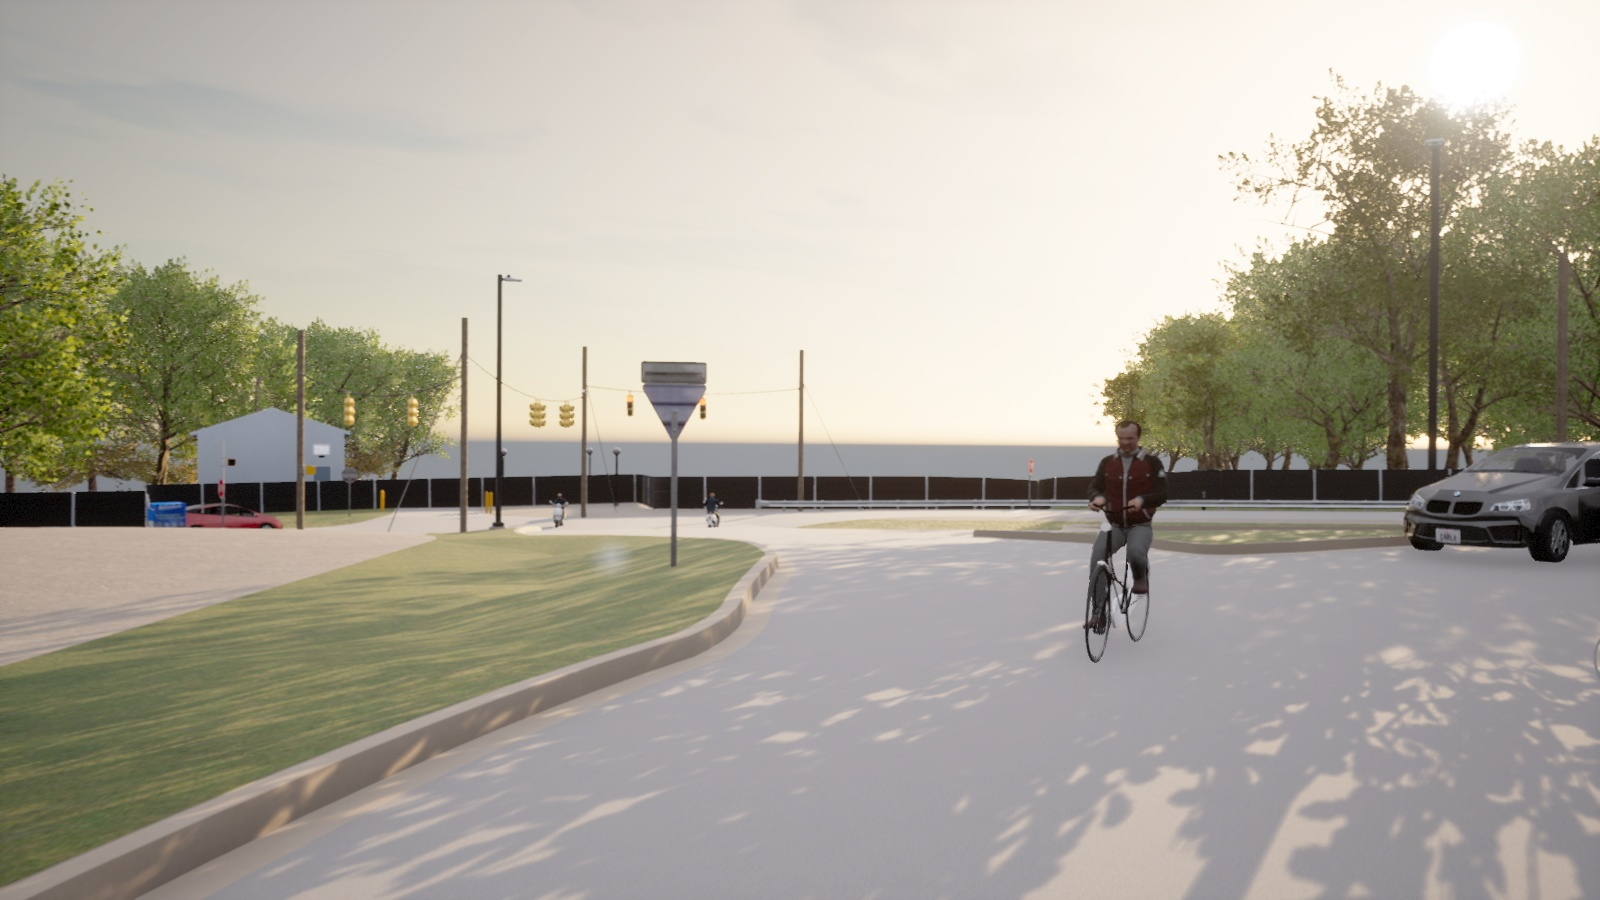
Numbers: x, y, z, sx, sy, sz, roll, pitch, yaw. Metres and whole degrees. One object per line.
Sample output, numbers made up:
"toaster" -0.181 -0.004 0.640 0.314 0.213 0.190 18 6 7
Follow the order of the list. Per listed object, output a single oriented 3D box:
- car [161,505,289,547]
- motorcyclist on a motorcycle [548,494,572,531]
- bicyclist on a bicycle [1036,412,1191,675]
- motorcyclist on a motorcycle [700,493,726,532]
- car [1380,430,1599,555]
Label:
"car" -24.231 3.160 53.010 4.514 1.525 2.007 0 0 -42
"motorcyclist on a motorcycle" -11.172 2.901 58.569 0.866 1.590 1.817 0 0 -3
"bicyclist on a bicycle" 2.401 0.631 9.459 0.659 1.776 1.843 1 0 29
"motorcyclist on a motorcycle" -3.673 2.629 53.187 0.866 1.590 1.817 0 0 4
"car" 11.233 0.549 18.748 4.611 1.667 2.242 0 0 -25
